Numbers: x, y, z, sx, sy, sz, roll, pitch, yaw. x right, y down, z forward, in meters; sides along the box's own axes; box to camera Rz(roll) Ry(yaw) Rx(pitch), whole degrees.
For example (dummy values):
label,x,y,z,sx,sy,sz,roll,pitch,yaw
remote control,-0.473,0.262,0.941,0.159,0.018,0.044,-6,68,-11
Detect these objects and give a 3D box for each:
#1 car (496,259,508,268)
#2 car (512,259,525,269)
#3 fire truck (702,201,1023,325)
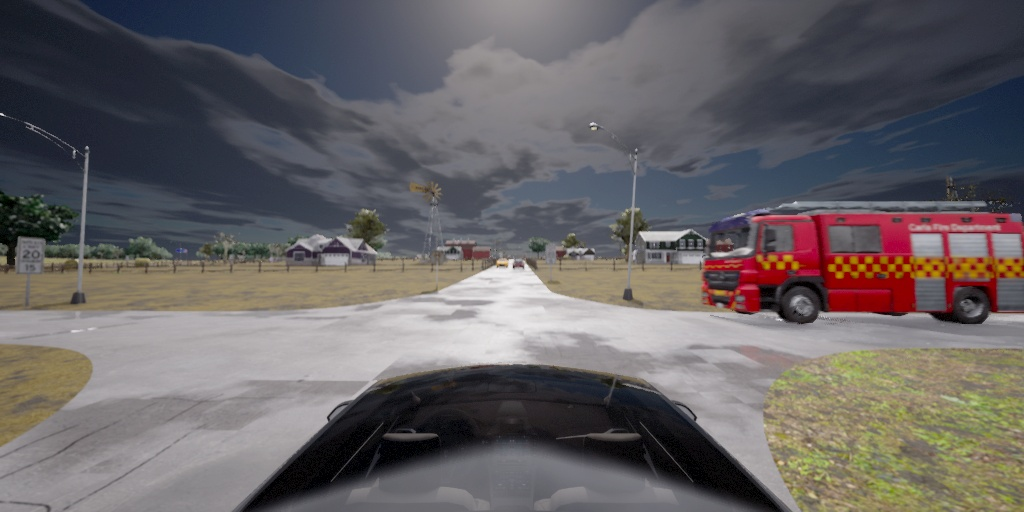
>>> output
label,x,y,z,sx,sy,sz,roll,pitch,yaw
car,-1.639,1.240,61.406,1.882,1.535,5.008,0,0,1
car,1.025,1.372,56.789,1.895,1.301,4.718,0,0,1
fire truck,11.268,0.222,12.127,8.468,3.827,2.891,0,-3,1
